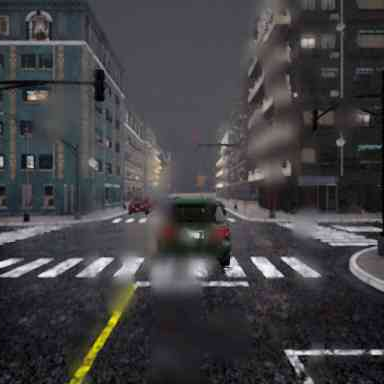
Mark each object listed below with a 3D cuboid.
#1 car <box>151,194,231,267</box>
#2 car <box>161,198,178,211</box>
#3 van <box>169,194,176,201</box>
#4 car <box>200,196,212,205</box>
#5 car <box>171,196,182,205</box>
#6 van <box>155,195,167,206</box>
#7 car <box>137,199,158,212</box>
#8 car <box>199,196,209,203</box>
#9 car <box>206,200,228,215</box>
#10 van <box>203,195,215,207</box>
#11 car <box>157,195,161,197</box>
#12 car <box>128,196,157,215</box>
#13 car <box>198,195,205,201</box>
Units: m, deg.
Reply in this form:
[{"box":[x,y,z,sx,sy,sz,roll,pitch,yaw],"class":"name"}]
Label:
[{"box":[0.066,1.227,11.571,2.150,2.045,5.566,-1,1,0],"class":"car"},{"box":[-2.842,1.527,43.163,1.882,1.535,5.008,0,0,0],"class":"car"},{"box":[-5.311,1.419,90.256,1.690,1.788,3.998,0,0,0],"class":"van"},{"box":[2.568,1.503,62.496,1.967,1.590,4.097,0,0,0],"class":"car"},{"box":[-2.781,1.568,61.579,1.837,1.490,4.892,0,0,1],"class":"car"},{"box":[-5.313,1.401,56.944,1.690,1.788,3.998,0,0,0],"class":"van"},{"box":[-5.313,1.591,40.288,1.887,1.381,4.507,0,0,0],"class":"car"},{"box":[2.568,1.621,73.601,2.008,1.369,4.403,0,0,0],"class":"car"},{"box":[2.567,1.607,34.736,1.947,1.339,4.313,0,0,0],"class":"car"},{"box":[2.568,1.396,51.393,1.690,1.788,3.998,0,0,0],"class":"van"},{"box":[-5.313,1.600,51.392,1.887,1.381,4.507,0,0,0],"class":"car"},{"box":[-5.313,1.357,34.736,2.192,1.841,5.009,0,0,0],"class":"car"},{"box":[2.568,1.622,90.257,1.887,1.381,4.507,0,0,0],"class":"car"}]
